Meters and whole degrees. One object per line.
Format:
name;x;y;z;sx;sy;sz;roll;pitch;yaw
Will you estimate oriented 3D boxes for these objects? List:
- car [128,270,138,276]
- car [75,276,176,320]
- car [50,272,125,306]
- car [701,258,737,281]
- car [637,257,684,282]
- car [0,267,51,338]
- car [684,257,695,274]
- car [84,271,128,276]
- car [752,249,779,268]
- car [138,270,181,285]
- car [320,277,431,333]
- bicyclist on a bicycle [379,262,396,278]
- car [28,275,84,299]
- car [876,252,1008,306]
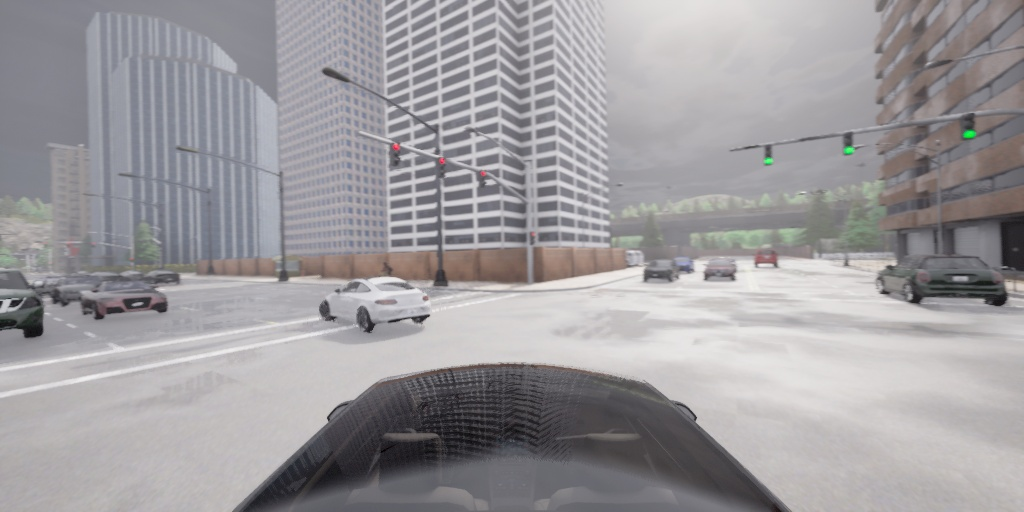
car;-43.318;2.364;40.955;4.674;1.442;1.812;-1;0;33
car;-16.116;1.718;14.904;4.181;1.385;1.994;-1;0;33
car;-23.693;1.836;19.782;4.902;1.511;2.128;-1;0;33
car;14.792;0.913;25.553;1.812;1.442;4.674;-1;0;32
car;10.756;0.966;25.733;1.882;1.535;5.008;-1;0;33
car;-15.751;1.367;10.497;5.566;2.045;2.150;-2;0;33
car;16.157;0.834;34.173;1.882;1.535;5.008;-1;0;33
car;-37.923;2.180;33.351;5.008;1.535;1.882;-1;0;33
car;29.051;0.258;41.115;2.150;2.045;5.566;-1;0;32
car;-34.575;2.097;35.348;5.008;1.535;1.882;-1;0;33
car;-4.365;1.387;11.299;4.674;1.442;1.812;-1;-1;44
bicyclist on a bicycle;-9.764;1.300;28.031;0.582;1.620;1.656;-1;0;33
car;-31.950;2.116;25.113;4.181;1.385;1.994;-1;0;32
car;15.508;0.719;13.288;2.097;1.767;4.553;-1;0;32
